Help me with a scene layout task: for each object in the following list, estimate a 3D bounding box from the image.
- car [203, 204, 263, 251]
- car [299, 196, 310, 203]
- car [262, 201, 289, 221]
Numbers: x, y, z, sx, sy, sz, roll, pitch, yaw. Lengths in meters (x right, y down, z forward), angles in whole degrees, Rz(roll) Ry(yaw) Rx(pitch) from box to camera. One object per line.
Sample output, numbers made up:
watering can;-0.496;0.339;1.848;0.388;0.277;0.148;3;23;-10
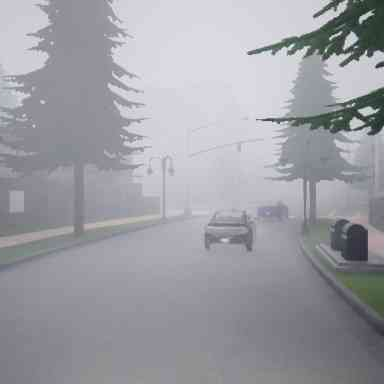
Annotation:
car;1.733;1.492;14.094;2.128;1.511;4.902;0;0;14
car;24.405;1.549;71.976;1.812;1.442;4.674;0;0;27
car;6.828;1.482;27.784;1.882;1.535;5.008;0;0;25
